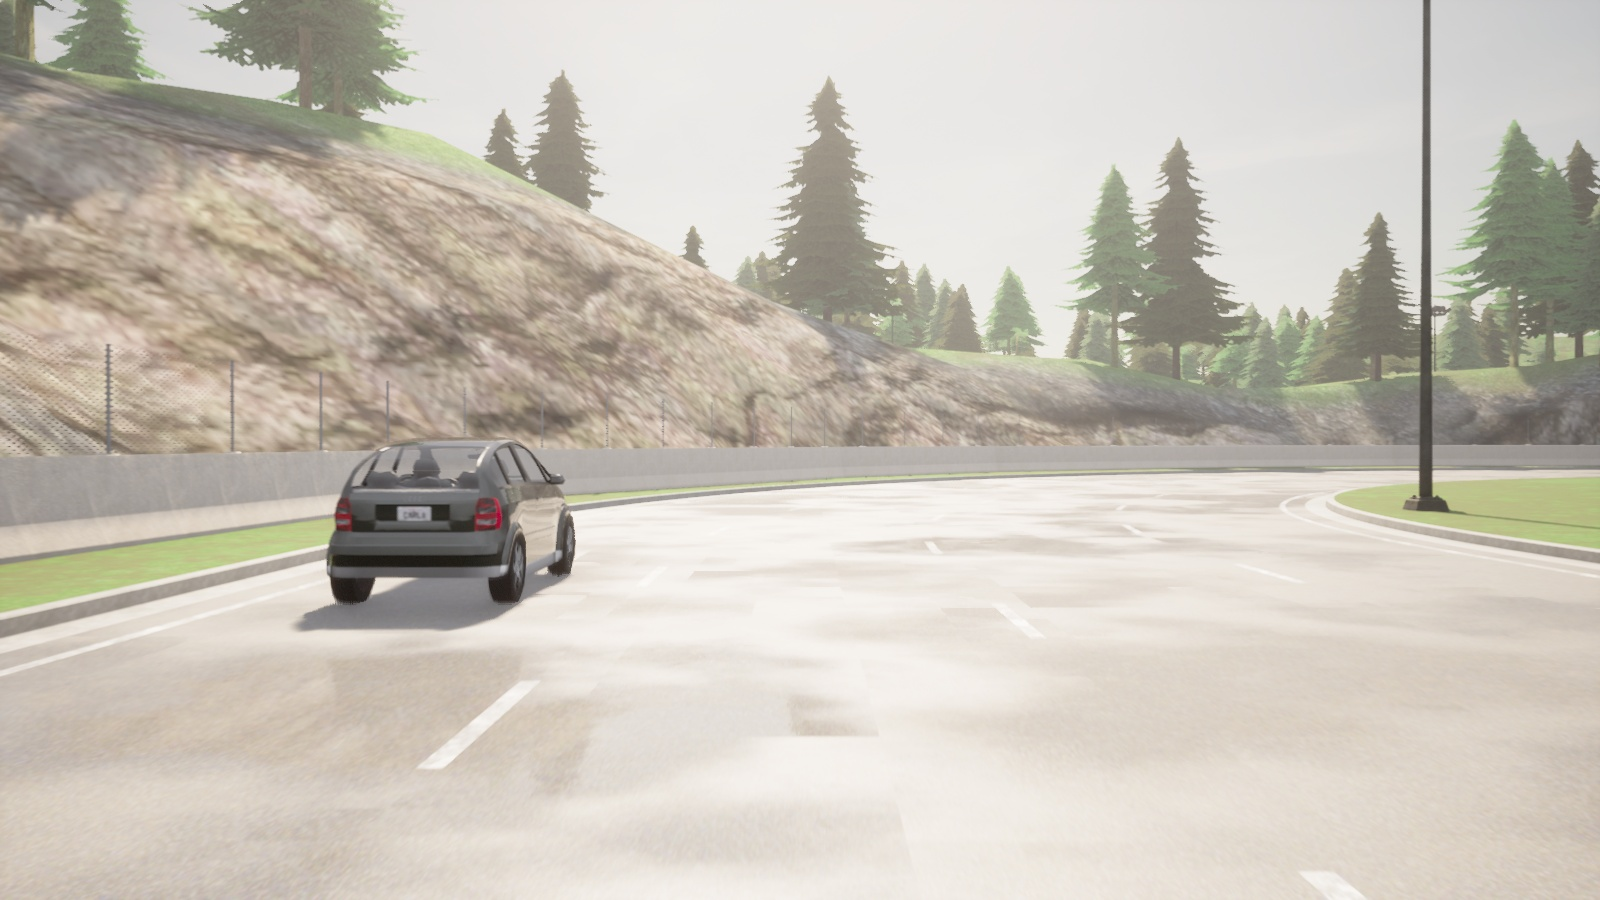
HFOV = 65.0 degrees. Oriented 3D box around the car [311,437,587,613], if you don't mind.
[{"bbox_3d":[-3.411,0.649,12.935,1.789,1.549,3.705,0,0,0],"label":"car"}]
